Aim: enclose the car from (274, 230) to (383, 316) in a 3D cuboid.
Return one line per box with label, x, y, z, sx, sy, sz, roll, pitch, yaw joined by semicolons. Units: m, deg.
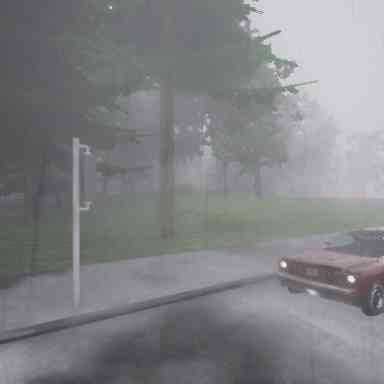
car;4.062;1.599;7.648;4.718;1.301;1.895;0;0;-37
